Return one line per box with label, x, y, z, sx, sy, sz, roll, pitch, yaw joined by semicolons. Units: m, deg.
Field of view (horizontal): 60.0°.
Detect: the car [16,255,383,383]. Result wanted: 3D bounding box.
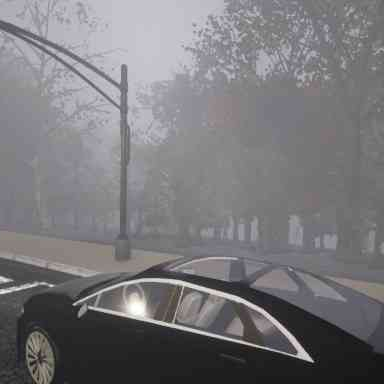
car;0.002;1.491;3.699;4.902;1.511;2.128;0;0;34
